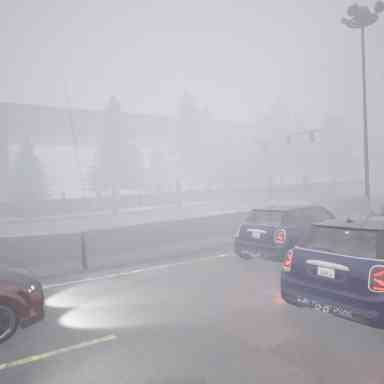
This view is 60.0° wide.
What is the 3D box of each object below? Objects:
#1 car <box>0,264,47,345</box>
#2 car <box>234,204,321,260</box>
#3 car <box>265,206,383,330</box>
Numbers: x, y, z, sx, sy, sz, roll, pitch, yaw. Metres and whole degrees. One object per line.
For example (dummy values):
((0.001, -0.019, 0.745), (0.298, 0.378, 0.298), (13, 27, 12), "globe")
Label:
((-4.440, 1.564, 4.882), (4.181, 1.385, 1.994), (0, 0, -35), "car")
((3.532, 1.156, 10.653), (4.553, 1.767, 2.097), (-3, 2, -36), "car")
((3.847, 1.232, 6.554), (4.553, 1.767, 2.097), (-2, 1, -36), "car")
